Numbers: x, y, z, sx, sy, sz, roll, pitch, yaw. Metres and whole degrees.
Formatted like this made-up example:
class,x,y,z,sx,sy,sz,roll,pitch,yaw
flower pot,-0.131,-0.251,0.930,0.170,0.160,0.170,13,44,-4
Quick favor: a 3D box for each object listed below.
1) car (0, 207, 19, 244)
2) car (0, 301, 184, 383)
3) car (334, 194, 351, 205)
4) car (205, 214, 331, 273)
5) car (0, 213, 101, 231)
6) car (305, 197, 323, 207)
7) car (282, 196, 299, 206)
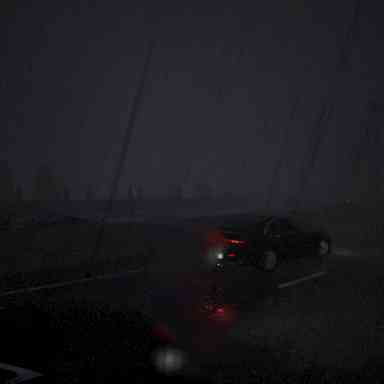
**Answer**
class,x,y,z,sx,sy,sz,roll,pitch,yaw
car,-10.192,1.516,14.061,4.892,1.490,1.837,0,0,-37
car,-2.309,1.497,2.266,4.902,1.511,2.128,0,0,-36
car,21.290,1.119,46.994,2.097,1.767,4.553,0,0,25
car,2.587,1.464,10.603,4.892,1.490,1.837,0,0,-40
car,-5.630,1.556,13.150,4.181,1.385,1.994,0,0,-39
car,16.633,1.396,45.377,1.895,1.301,4.718,0,0,27
car,14.482,1.289,48.933,2.128,1.511,4.902,0,0,26
